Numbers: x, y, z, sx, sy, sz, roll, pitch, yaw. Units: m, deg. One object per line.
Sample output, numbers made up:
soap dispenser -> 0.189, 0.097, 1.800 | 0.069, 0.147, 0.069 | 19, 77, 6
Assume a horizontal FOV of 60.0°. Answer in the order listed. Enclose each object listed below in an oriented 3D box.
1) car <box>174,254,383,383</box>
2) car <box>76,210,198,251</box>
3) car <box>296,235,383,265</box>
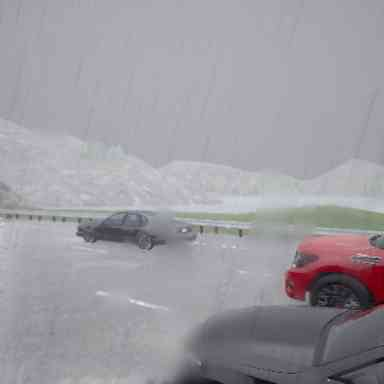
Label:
car -> 2.021, 1.527, 2.428 | 4.674, 1.442, 1.812 | 0, 0, 35
car -> -2.398, 1.478, 13.793 | 5.357, 1.411, 2.033 | 0, 0, 32
car -> 4.348, 1.226, 5.091 | 5.566, 2.045, 2.150 | 1, 0, 35
